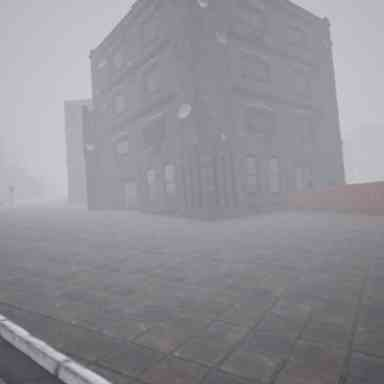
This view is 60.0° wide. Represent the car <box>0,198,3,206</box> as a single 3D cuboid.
[{"bbox_3d":[-28.745,1.427,47.570,1.812,1.442,4.674,-4,3,-6],"label":"car"}]
